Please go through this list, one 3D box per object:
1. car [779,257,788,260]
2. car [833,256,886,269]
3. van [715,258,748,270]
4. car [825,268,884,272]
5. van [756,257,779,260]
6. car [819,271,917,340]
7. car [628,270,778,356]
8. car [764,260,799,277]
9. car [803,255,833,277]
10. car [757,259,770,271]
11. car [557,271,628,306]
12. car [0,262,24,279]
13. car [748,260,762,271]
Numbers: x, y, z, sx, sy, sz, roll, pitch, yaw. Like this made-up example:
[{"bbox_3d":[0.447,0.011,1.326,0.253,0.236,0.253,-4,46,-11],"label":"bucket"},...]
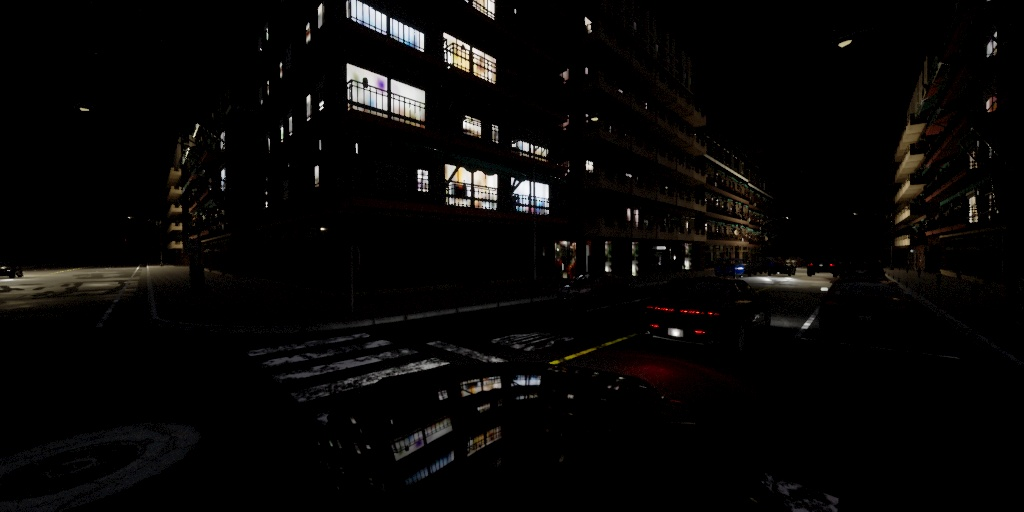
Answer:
[{"bbox_3d":[34.958,1.034,48.025,2.192,1.841,5.009,0,0,44],"label":"car"},{"bbox_3d":[21.268,1.051,21.819,2.192,1.841,5.009,0,0,44],"label":"car"},{"bbox_3d":[19.232,1.067,31.717,1.690,1.789,3.998,0,0,44],"label":"van"},{"bbox_3d":[13.390,1.307,13.681,1.948,1.339,4.313,0,0,44],"label":"car"},{"bbox_3d":[31.039,1.061,43.936,1.690,1.789,3.998,0,0,44],"label":"van"},{"bbox_3d":[9.689,1.290,9.857,1.888,1.381,4.507,0,0,44],"label":"car"},{"bbox_3d":[4.891,1.249,8.765,1.837,1.490,4.892,0,0,44],"label":"car"},{"bbox_3d":[27.197,1.326,36.123,1.895,1.301,4.718,0,0,44],"label":"car"},{"bbox_3d":[30.324,0.949,34.891,2.150,2.045,5.566,0,0,45],"label":"car"},{"bbox_3d":[27.108,1.304,39.858,1.802,1.307,4.207,0,0,44],"label":"car"},{"bbox_3d":[3.693,1.319,15.665,1.802,1.307,4.207,0,0,44],"label":"car"},{"bbox_3d":[-45.468,1.273,31.919,4.674,1.442,1.812,0,1,44],"label":"car"},{"bbox_3d":[23.171,1.306,35.786,1.802,1.307,4.207,0,0,44],"label":"car"}]
